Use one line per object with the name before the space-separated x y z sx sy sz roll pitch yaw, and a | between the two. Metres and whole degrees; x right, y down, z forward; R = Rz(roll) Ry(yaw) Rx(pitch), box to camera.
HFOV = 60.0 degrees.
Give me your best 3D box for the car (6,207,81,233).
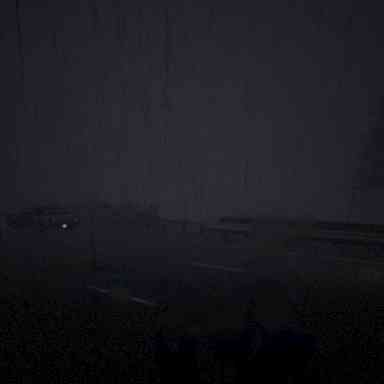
car | -8.441 1.460 18.618 4.718 1.301 1.895 1 0 36
